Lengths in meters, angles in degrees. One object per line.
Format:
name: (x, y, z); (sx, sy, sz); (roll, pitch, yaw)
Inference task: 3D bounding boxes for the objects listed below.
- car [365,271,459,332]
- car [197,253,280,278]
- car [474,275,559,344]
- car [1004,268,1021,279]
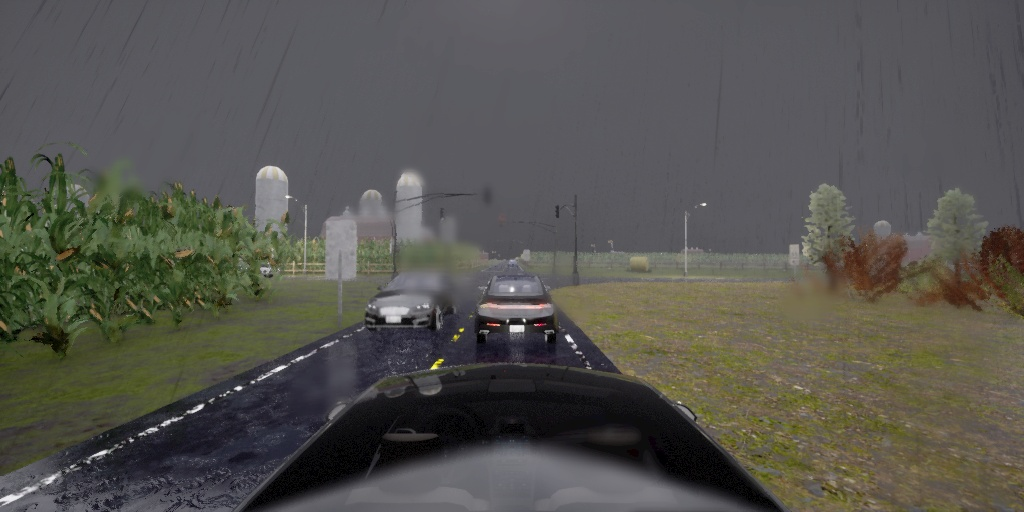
car: (-2.817, 1.246, 10.998); (2.128, 1.511, 4.902); (0, 0, 0)
car: (-21.821, 0.774, 28.667); (5.566, 2.045, 2.150); (0, -1, -3)
car: (0.101, 1.245, 9.623); (2.128, 1.511, 4.902); (0, 0, 0)
car: (48.666, 1.720, 33.478); (4.674, 1.442, 1.812); (1, -1, -5)
